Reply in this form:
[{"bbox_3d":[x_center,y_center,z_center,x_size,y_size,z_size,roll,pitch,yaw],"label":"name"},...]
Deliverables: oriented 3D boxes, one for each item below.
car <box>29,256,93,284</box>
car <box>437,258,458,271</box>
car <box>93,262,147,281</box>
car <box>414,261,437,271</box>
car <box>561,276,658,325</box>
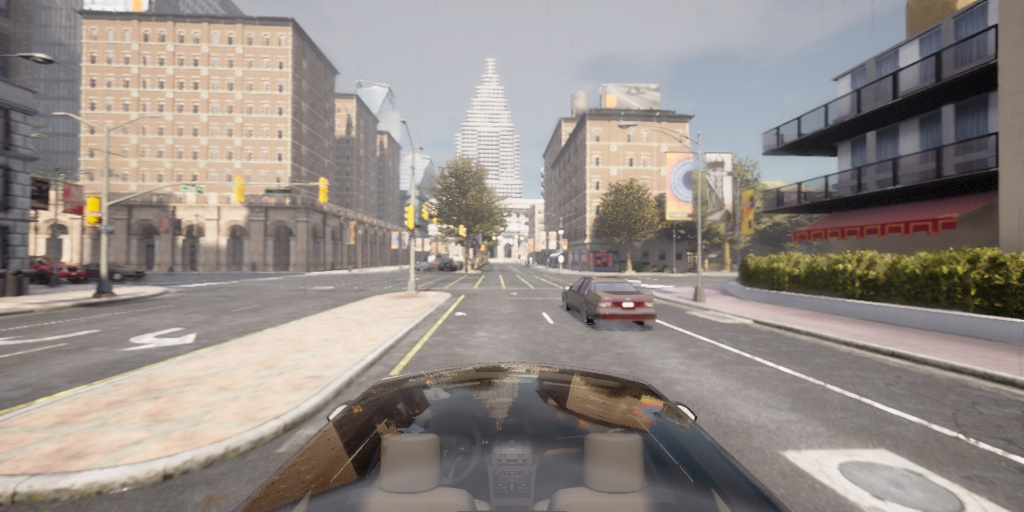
[{"bbox_3d":[-35.881,0.984,26.991,5.566,2.045,2.150,0,0,-3],"label":"car"},{"bbox_3d":[-10.708,1.400,59.395,2.150,2.045,5.566,0,0,-3],"label":"car"},{"bbox_3d":[-34.242,1.307,30.592,4.892,1.490,1.837,0,0,-3],"label":"car"},{"bbox_3d":[-14.174,1.700,58.614,2.033,1.411,5.357,0,0,-2],"label":"car"},{"bbox_3d":[3.054,1.405,12.367,2.033,1.411,5.357,0,0,-3],"label":"car"}]
